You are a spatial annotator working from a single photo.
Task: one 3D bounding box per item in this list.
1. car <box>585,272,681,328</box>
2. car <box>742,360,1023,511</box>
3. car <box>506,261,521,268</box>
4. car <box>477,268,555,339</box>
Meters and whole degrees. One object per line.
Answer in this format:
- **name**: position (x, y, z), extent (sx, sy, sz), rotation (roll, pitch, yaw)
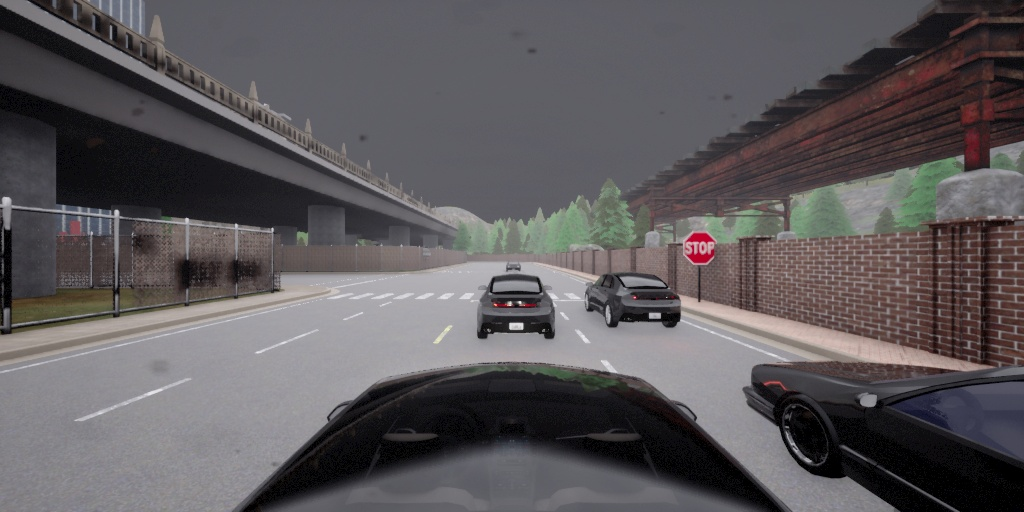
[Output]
- **car**: position (3.596, 1.255, 11.428), extent (1.837, 1.490, 4.892), rotation (0, 0, 0)
- **car**: position (3.600, 1.297, 1.681), extent (2.033, 1.411, 5.357), rotation (0, 0, 0)
- **car**: position (0.164, 1.351, 46.346), extent (1.895, 1.301, 4.718), rotation (0, 0, -1)
- **car**: position (0.095, 1.255, 10.067), extent (1.837, 1.490, 4.892), rotation (0, 0, 0)
